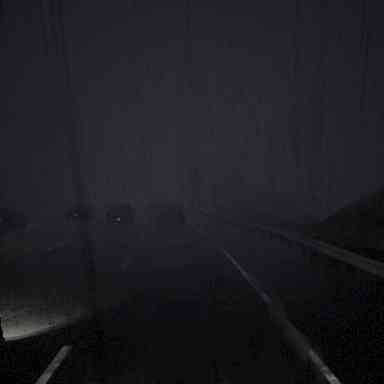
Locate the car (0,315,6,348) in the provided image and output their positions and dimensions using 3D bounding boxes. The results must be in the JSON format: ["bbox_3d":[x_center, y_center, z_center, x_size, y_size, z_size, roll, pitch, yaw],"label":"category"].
[{"bbox_3d":[-3.535,1.587,2.865,1.994,1.385,4.181,0,0,-1],"label":"car"}]

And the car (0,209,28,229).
[{"bbox_3d":[-11.736,1.701,20.409,1.994,1.385,4.181,0,0,-7],"label":"car"}]

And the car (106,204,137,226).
[{"bbox_3d":[-5.232,1.643,24.773,2.128,1.511,4.902,0,0,-7],"label":"car"}]

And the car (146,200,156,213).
[{"bbox_3d":[-4.617,1.722,41.207,1.882,1.535,5.008,0,-1,-12],"label":"car"}]

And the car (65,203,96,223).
[{"bbox_3d":[-9.194,1.653,27.743,1.882,1.535,5.008,0,0,-9],"label":"car"}]

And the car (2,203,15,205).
[{"bbox_3d":[-30.521,1.934,55.655,1.994,1.385,4.181,0,0,-18],"label":"car"}]

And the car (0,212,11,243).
[{"bbox_3d":[-7.258,1.543,9.127,1.882,1.535,5.008,0,0,-3],"label":"car"}]

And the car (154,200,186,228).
[{"bbox_3d":[-1.573,1.617,23.718,1.882,1.535,5.008,0,0,-7],"label":"car"}]
